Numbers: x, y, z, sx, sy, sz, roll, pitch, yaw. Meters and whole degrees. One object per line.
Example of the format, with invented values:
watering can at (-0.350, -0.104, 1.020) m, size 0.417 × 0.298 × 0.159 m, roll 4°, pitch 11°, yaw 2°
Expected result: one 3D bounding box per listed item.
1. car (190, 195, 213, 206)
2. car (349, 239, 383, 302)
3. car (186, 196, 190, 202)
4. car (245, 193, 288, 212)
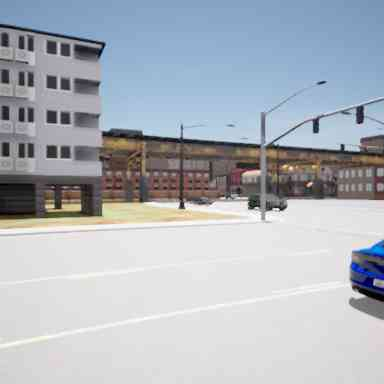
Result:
car at (1.737, 1.491, 54.145) m, size 1.812 × 1.442 × 4.674 m, roll 0°, pitch 0°, yaw -22°
car at (5.578, 1.469, 6.923) m, size 5.008 × 1.535 × 1.882 m, roll 0°, pitch 0°, yaw -25°
car at (0.076, 1.420, 69.610) m, size 2.033 × 1.411 × 5.357 m, roll 0°, pitch 0°, yaw 10°
car at (8.761, 1.189, 39.180) m, size 2.150 × 2.045 × 5.566 m, roll 0°, pitch 0°, yaw -26°
